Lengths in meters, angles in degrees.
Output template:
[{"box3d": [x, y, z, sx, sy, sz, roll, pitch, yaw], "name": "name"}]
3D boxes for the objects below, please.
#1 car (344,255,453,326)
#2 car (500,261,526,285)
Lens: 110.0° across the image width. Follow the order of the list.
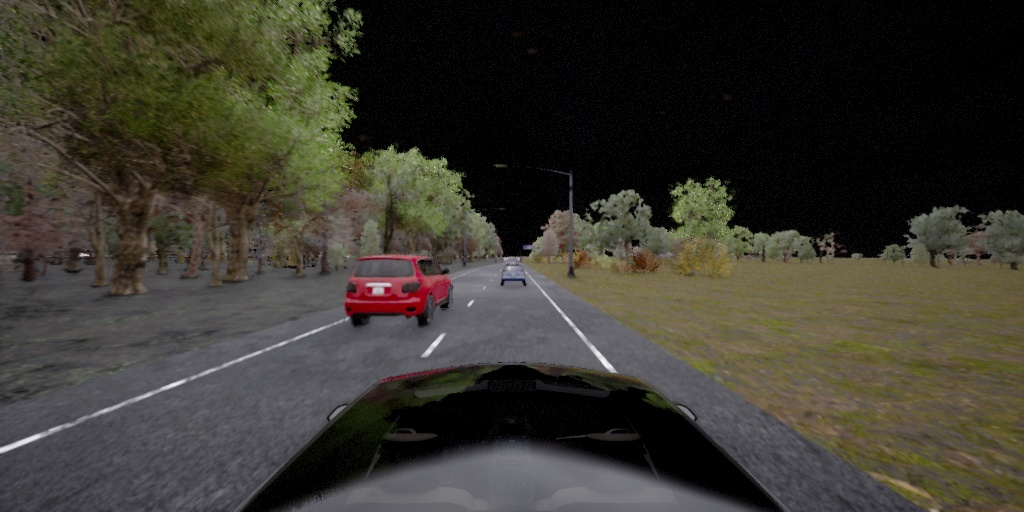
[{"box3d": [-3.400, 0.980, 11.812, 2.150, 2.045, 5.566, 0, 0, 0], "name": "car"}, {"box3d": [0.099, 1.317, 26.680, 2.033, 1.411, 5.357, 0, 0, 0], "name": "car"}]
